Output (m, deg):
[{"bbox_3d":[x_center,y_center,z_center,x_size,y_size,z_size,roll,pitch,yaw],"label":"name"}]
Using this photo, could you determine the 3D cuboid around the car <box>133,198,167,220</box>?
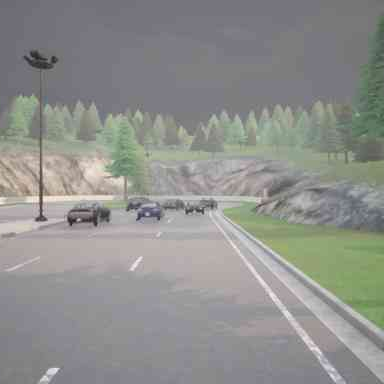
[{"bbox_3d":[-3.365,1.526,27.625,1.812,1.442,4.674,0,0,1],"label":"car"}]

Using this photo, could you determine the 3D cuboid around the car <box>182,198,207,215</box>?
[{"bbox_3d":[0.344,1.601,34.355,1.895,1.301,4.718,0,0,3],"label":"car"}]

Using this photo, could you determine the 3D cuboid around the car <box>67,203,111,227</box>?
[{"bbox_3d":[-6.894,1.491,22.724,2.128,1.511,4.902,0,0,0],"label":"car"}]

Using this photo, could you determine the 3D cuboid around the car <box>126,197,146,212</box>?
[{"bbox_3d":[-6.114,1.352,39.229,2.097,1.767,4.553,0,0,7],"label":"car"}]

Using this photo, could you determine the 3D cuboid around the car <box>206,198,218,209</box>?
[{"bbox_3d":[2.223,1.491,44.511,2.128,1.511,4.902,0,0,15],"label":"car"}]

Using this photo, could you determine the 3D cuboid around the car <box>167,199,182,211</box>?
[{"bbox_3d":[-2.186,1.547,41.444,2.033,1.411,5.357,0,0,12],"label":"car"}]
